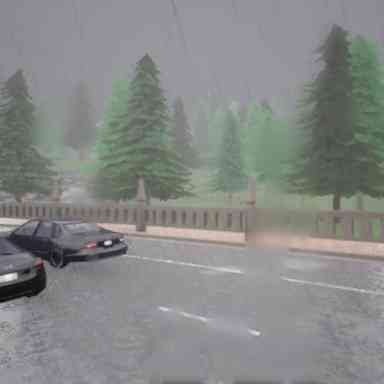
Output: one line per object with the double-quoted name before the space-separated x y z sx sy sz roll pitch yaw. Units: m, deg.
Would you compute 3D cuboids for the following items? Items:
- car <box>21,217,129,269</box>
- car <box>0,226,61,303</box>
"car" -4.626 1.553 11.137 5.357 1.411 2.033 0 0 31
"car" -5.126 1.569 7.281 4.181 1.385 1.994 0 0 32
